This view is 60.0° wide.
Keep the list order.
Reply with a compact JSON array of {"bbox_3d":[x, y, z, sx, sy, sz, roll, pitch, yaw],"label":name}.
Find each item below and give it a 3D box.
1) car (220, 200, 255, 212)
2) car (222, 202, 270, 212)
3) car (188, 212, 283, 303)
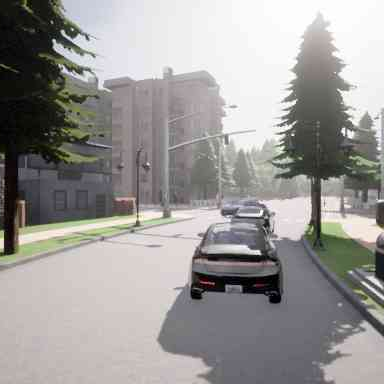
[{"bbox_3d":[4.569,1.485,30.040,5.008,1.535,1.882,0,-2,-44],"label":"car"},{"bbox_3d":[3.288,1.492,17.536,2.128,1.511,4.902,0,0,18],"label":"car"},{"bbox_3d":[1.104,1.492,8.260,2.128,1.511,4.902,0,0,9],"label":"car"}]
